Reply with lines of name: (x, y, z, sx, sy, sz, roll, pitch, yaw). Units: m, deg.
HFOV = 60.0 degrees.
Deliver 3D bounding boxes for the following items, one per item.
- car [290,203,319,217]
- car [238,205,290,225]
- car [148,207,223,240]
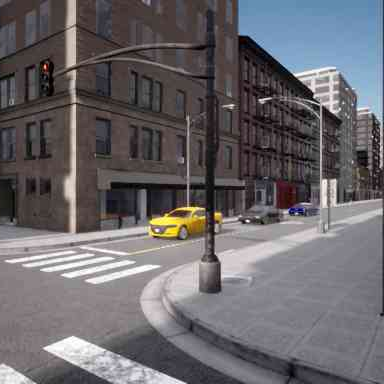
car: (11.515, 1.816, 34.333, 1.895, 1.301, 4.718, 0, 0, 36)
car: (5.527, 1.704, 25.953, 2.033, 1.411, 5.357, 0, 0, 35)
car: (-0.214, 1.576, 17.895, 1.882, 1.535, 5.008, 0, 0, 35)
